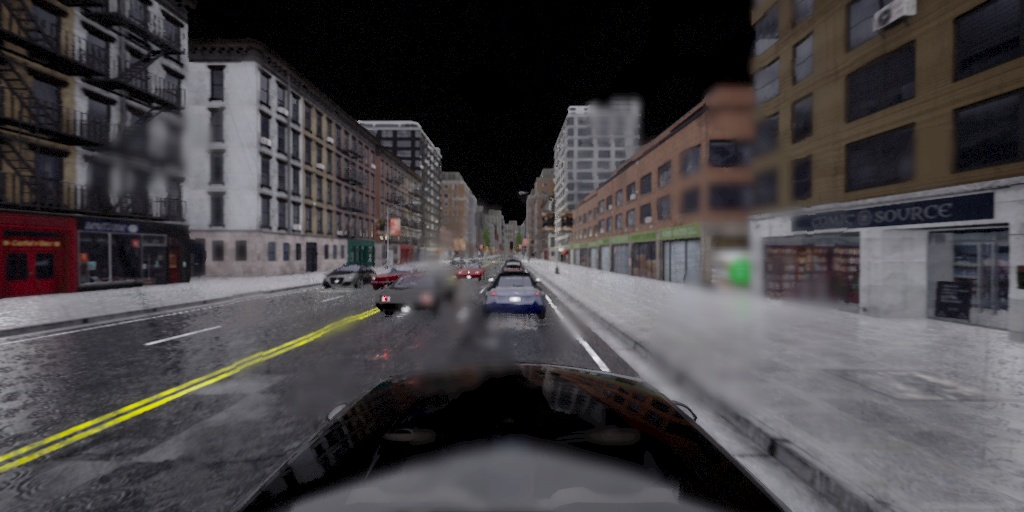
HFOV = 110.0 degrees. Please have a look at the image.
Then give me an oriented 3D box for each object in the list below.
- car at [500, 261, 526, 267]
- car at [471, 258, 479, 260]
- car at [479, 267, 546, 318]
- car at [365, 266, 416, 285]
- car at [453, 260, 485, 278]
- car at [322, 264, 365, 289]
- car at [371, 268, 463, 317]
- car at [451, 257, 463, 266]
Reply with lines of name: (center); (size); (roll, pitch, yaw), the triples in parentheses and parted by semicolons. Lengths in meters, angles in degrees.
car: (0.112, 1.122, 30.058); (1.837, 1.490, 4.892); (0, 0, 0)
car: (-6.517, 1.022, 61.806); (1.994, 1.385, 4.181); (0, 0, 1)
car: (0.097, 1.259, 12.715); (1.994, 1.385, 4.181); (0, 0, 0)
car: (-6.591, 1.259, 21.097); (1.895, 1.301, 4.718); (0, 0, 0)
car: (-3.140, 1.225, 28.436); (1.895, 1.301, 4.718); (0, 0, 0)
car: (-9.839, 1.217, 22.120); (1.994, 1.385, 4.181); (0, 0, 0)
car: (-3.145, 1.298, 12.936); (1.895, 1.301, 4.718); (0, 0, 0)
car: (-9.747, 0.970, 64.116); (1.812, 1.442, 4.674); (0, 0, 1)
